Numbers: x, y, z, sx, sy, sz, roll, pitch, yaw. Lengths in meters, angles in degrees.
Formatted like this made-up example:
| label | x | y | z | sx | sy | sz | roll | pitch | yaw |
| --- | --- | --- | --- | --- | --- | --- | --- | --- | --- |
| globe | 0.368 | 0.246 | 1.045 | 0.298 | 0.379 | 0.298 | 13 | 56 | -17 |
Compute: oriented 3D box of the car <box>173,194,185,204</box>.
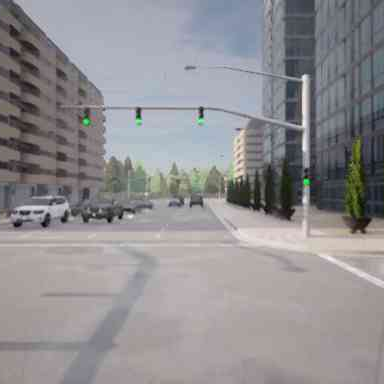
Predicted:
| label | x | y | z | sx | sy | sz | roll | pitch | yaw |
| --- | --- | --- | --- | --- | --- | --- | --- | --- | --- |
| car | -2.591 | 1.464 | 63.401 | 2.150 | 2.045 | 5.566 | 0 | 0 | 1 |

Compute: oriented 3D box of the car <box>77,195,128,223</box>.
| label | x | y | z | sx | sy | sz | roll | pitch | yaw |
| --- | --- | --- | --- | --- | --- | --- | --- | --- | --- |
| car | -7.037 | 1.313 | 26.874 | 2.150 | 2.045 | 5.566 | 0 | 0 | 1 |

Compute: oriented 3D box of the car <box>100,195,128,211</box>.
| label | x | y | z | sx | sy | sz | roll | pitch | yaw |
| --- | --- | --- | --- | --- | --- | --- | --- | --- | --- |
| car | -10.157 | 1.386 | 43.782 | 2.150 | 2.045 | 5.566 | 0 | 0 | 2 |

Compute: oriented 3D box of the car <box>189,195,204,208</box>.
| label | x | y | z | sx | sy | sz | roll | pitch | yaw |
| --- | --- | --- | --- | --- | --- | --- | --- | --- | --- |
| car | 0.745 | 1.416 | 52.495 | 2.150 | 2.045 | 5.566 | 0 | 0 | 1 |

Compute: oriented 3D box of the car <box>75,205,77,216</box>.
| label | x | y | z | sx | sy | sz | roll | pitch | yaw |
| --- | --- | --- | --- | --- | --- | --- | --- | --- | --- |
| car | -10.407 | 1.474 | 33.582 | 2.097 | 1.767 | 4.553 | 0 | 0 | 1 |

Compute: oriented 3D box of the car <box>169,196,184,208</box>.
| label | x | y | z | sx | sy | sz | roll | pitch | yaw |
| --- | --- | --- | --- | --- | --- | --- | --- | --- | --- |
| car | -2.733 | 1.727 | 53.536 | 1.812 | 1.442 | 4.674 | 0 | 0 | 1 |

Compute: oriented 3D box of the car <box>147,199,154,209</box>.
| label | x | y | z | sx | sy | sz | roll | pitch | yaw |
| --- | --- | --- | --- | --- | --- | --- | --- | --- | --- |
| car | -6.567 | 1.741 | 47.132 | 1.994 | 1.385 | 4.181 | 0 | 0 | 2 |

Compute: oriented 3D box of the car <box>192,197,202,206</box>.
| label | x | y | z | sx | sy | sz | roll | pitch | yaw |
| --- | --- | --- | --- | --- | --- | --- | --- | --- | --- |
| car | 0.907 | 1.745 | 63.205 | 1.837 | 1.490 | 4.892 | 0 | 0 | 1 |

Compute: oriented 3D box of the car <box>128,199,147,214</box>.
| label | x | y | z | sx | sy | sz | roll | pitch | yaw |
| --- | --- | --- | --- | --- | --- | --- | --- | --- | --- |
| car | -6.823 | 1.682 | 37.115 | 2.033 | 1.411 | 5.357 | 0 | 0 | 2 |

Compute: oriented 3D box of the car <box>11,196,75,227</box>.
| label | x | y | z | sx | sy | sz | roll | pitch | yaw |
| --- | --- | --- | --- | --- | --- | --- | --- | --- | --- |
| car | -10.584 | 1.302 | 23.740 | 2.150 | 2.045 | 5.566 | 0 | 0 | 0 |
